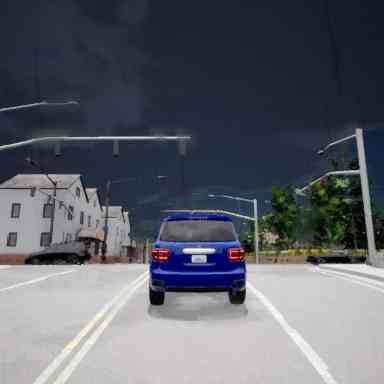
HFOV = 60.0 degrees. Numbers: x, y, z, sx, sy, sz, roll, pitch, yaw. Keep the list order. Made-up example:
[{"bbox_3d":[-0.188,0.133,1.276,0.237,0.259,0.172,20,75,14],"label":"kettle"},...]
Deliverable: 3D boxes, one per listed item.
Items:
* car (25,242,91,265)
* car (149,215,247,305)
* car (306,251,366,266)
[{"bbox_3d":[-11.960,5.695,29.982,5.566,2.045,2.150,-4,-12,0],"label":"car"},{"bbox_3d":[0.085,1.762,9.323,2.150,2.045,5.566,0,-7,-1],"label":"car"},{"bbox_3d":[12.690,5.914,29.599,4.718,1.301,1.895,0,-12,1],"label":"car"}]
